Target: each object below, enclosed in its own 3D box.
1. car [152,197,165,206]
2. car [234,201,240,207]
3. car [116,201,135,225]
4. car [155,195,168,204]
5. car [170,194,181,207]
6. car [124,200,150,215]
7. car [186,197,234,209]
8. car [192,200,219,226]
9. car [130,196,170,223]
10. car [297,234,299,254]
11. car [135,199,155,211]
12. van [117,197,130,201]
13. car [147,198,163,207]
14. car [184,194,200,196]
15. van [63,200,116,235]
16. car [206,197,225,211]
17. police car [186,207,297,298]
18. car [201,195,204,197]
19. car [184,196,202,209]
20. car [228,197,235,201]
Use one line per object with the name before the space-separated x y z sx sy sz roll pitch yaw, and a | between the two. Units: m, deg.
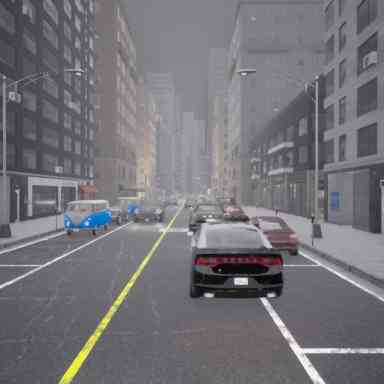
car | -5.699 1.591 56.877 1.802 1.307 4.206 0 0 0
car | 2.844 1.582 23.873 1.802 1.307 4.206 0 0 0
car | -5.682 1.551 23.869 2.008 1.369 4.403 0 0 0
car | -5.702 1.452 62.379 1.967 1.590 4.097 0 0 0
car | -3.026 1.512 51.322 1.837 1.490 4.892 0 0 0
car | -5.687 1.568 34.872 1.947 1.339 4.313 0 0 0
car | 0.890 1.351 18.516 2.097 1.767 4.553 0 0 0
car | 0.887 1.455 24.735 1.801 1.575 5.366 0 0 0
car | -3.113 1.352 25.391 2.097 1.767 4.553 0 0 0
car | 2.849 1.581 12.871 1.802 1.307 4.206 0 0 0
car | -5.690 1.585 40.374 1.802 1.307 4.206 0 0 0
van | -5.685 1.342 29.371 1.690 1.788 3.998 0 0 0
car | -5.696 1.573 51.376 1.947 1.339 4.313 0 0 0
car | -0.030 1.515 58.888 1.837 1.490 4.892 0 0 0
van | -5.679 1.341 18.369 1.690 1.788 3.998 0 0 0
car | 2.835 1.443 40.378 1.967 1.590 4.097 0 0 0
police car | 0.895 1.425 8.655 1.930 1.638 5.238 0 0 0
car | 2.829 1.558 51.380 2.008 1.369 4.403 0 0 0
car | -0.008 1.569 45.453 1.994 1.385 4.181 0 0 0
car | 2.840 1.316 29.375 2.192 1.841 5.009 0 0 0
